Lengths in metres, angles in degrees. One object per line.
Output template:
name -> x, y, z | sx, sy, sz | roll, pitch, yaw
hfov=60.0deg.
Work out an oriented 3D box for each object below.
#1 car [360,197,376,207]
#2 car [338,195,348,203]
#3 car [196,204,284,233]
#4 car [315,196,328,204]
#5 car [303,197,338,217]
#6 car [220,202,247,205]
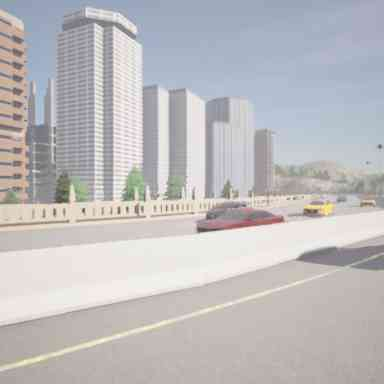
car -> 25.984, 1.442, 49.126 | 1.882, 1.535, 5.008 | 0, 0, 25
car -> 30.443, 1.428, 67.318 | 1.882, 1.535, 5.008 | 0, 0, 24
car -> 2.313, 1.491, 15.277 | 5.008, 1.535, 1.882 | 0, 0, -43
car -> 24.233, 1.548, 62.108 | 1.994, 1.385, 4.181 | 0, 0, 25
car -> 12.071, 1.475, 31.544 | 1.882, 1.535, 5.008 | 0, 0, 35
car -> 3.061, 1.531, 25.941 | 1.837, 1.490, 4.892 | 0, 0, 42
